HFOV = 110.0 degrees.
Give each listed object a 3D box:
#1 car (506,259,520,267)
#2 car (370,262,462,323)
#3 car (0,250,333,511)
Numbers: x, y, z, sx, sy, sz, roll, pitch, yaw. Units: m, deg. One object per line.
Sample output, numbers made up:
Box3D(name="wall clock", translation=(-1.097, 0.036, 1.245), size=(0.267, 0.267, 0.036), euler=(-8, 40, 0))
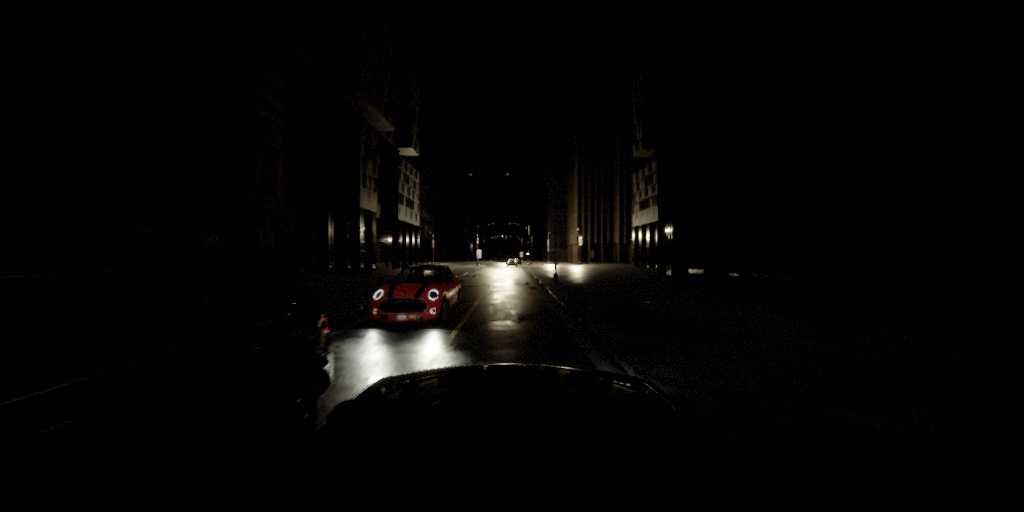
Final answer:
Box3D(name="car", translation=(0.020, 1.233, 63.998), size=(1.812, 1.442, 4.674), euler=(0, 0, 0))
Box3D(name="car", translation=(-3.014, 1.100, 12.109), size=(2.097, 1.767, 4.553), euler=(0, 0, 0))
Box3D(name="car", translation=(-3.087, 0.974, 1.779), size=(2.150, 2.045, 5.566), euler=(0, 0, 0))
